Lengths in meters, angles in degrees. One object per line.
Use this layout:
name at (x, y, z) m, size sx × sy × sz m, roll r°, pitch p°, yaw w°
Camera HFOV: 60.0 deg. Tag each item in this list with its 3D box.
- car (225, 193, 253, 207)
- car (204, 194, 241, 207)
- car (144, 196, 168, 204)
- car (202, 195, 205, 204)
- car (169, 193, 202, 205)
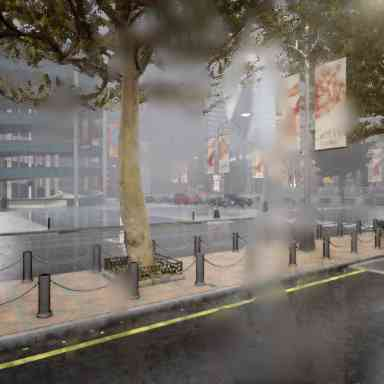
car at (7.184, 1.221, 53.067) m, size 2.150 × 2.045 × 5.566 m, roll 0°, pitch 0°, yaw -36°
car at (4.572, 1.491, 50.696) m, size 2.128 × 1.511 × 4.902 m, roll 0°, pitch 0°, yaw -35°
car at (-7.692, 1.505, 66.427) m, size 4.892 × 1.490 × 1.837 m, roll 0°, pitch 0°, yaw 43°
car at (1.486, 1.352, 60.933) m, size 2.097 × 1.767 × 4.553 m, roll 0°, pitch 0°, yaw -37°
car at (-1.175, 1.221, 58.707) m, size 2.150 × 2.045 × 5.566 m, roll 0°, pitch 0°, yaw -36°
